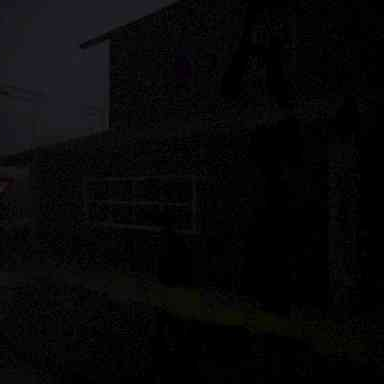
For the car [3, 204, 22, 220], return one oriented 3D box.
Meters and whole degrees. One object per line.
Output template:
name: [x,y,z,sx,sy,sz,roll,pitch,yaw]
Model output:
car: [-14.951,1.484,23.942,1.882,1.535,5.008,0,0,37]
